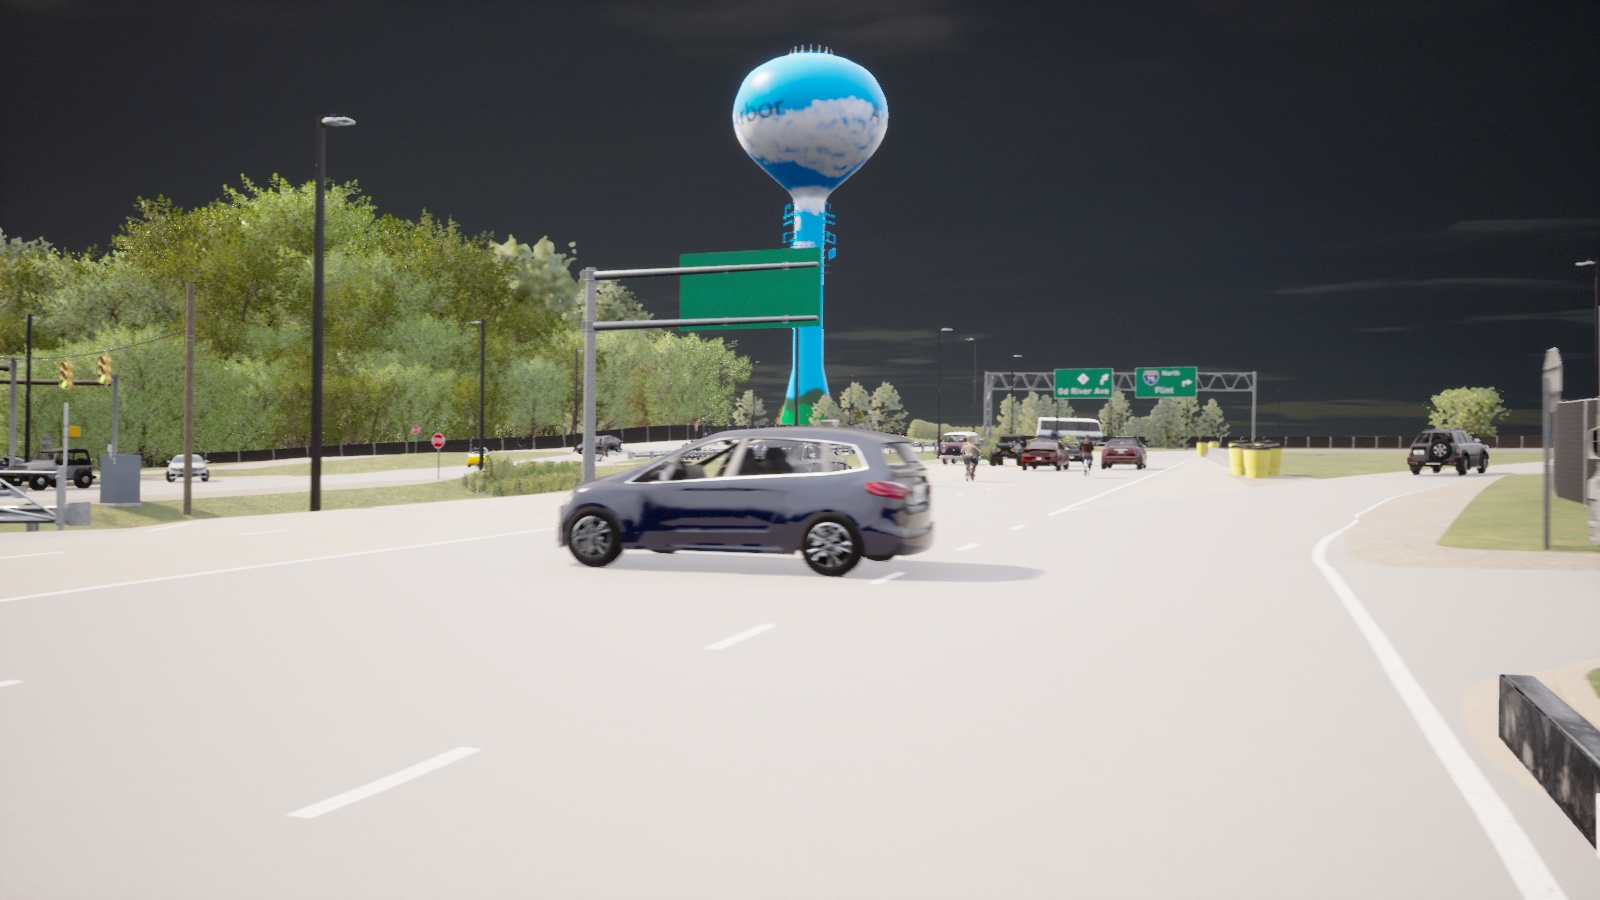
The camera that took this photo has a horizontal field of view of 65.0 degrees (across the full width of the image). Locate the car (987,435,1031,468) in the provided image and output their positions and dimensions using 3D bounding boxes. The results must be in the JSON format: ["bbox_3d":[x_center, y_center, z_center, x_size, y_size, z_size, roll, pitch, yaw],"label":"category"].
[{"bbox_3d":[12.377,0.082,74.163,1.905,1.878,3.866,1,1,19],"label":"car"}]

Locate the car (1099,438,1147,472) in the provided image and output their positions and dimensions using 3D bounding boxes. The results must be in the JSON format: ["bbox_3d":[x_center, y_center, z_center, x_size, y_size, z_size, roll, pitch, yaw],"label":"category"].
[{"bbox_3d":[17.304,0.248,67.066,2.097,1.767,4.553,1,0,19],"label":"car"}]

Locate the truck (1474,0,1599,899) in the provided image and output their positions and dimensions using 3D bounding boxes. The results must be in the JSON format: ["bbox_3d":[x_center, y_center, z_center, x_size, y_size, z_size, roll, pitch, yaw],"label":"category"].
[{"bbox_3d":[5.452,-0.152,1.352,7.936,3.462,2.891,1,1,19],"label":"truck"}]

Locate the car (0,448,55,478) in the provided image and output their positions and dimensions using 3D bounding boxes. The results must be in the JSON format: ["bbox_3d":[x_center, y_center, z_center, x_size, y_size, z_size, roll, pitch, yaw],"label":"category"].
[{"bbox_3d":[-44.242,0.763,70.246,3.988,1.617,1.851,-1,-1,-6],"label":"car"}]

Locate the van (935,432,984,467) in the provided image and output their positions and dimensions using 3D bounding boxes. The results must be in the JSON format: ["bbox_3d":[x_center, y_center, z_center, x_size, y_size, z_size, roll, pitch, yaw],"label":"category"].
[{"bbox_3d":[9.911,-0.044,77.701,2.069,2.038,4.480,1,1,19],"label":"van"}]

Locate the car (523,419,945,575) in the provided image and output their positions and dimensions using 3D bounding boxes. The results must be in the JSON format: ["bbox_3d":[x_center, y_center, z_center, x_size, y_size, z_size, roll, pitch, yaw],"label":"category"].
[{"bbox_3d":[-0.757,0.480,15.293,4.611,1.667,2.242,1,1,19],"label":"car"}]

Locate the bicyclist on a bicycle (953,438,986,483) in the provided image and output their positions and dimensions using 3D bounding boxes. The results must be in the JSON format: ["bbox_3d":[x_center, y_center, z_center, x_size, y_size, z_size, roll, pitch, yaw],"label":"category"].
[{"bbox_3d":[6.235,0.390,46.110,0.866,1.612,1.509,1,0,20],"label":"bicyclist on a bicycle"}]

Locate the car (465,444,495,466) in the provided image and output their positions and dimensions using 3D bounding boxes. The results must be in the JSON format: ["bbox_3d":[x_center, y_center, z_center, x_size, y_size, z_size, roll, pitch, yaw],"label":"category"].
[{"bbox_3d":[-21.788,0.329,85.453,1.481,1.376,2.207,-1,2,-1],"label":"car"}]

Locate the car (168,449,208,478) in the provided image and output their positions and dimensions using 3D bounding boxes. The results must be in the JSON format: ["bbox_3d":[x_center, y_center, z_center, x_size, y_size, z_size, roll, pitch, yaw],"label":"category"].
[{"bbox_3d":[-32.643,0.703,66.917,1.812,1.442,4.674,-1,0,-27],"label":"car"}]

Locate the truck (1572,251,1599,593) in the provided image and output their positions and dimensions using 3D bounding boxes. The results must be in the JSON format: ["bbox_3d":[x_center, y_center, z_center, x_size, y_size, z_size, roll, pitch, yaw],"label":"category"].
[{"bbox_3d":[11.699,-0.256,11.010,7.936,3.462,2.891,1,0,19],"label":"truck"}]

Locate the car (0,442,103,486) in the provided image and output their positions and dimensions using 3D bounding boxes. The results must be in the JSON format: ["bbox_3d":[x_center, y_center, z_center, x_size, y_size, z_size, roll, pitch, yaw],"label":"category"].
[{"bbox_3d":[-34.187,0.588,57.303,1.905,1.878,3.866,1,1,19],"label":"car"}]

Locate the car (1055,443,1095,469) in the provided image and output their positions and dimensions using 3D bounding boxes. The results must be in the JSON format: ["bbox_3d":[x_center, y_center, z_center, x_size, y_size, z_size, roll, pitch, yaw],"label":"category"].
[{"bbox_3d":[16.534,0.329,75.450,1.816,1.474,4.193,1,1,19],"label":"car"}]

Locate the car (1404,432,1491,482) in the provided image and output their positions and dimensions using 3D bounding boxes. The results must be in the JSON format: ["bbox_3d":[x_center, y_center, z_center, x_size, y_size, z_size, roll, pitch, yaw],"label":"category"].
[{"bbox_3d":[25.363,0.220,49.120,1.932,1.855,4.605,0,1,41],"label":"car"}]

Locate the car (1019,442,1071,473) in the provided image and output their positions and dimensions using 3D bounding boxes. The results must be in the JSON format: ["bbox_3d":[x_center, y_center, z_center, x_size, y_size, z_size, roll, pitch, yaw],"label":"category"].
[{"bbox_3d":[12.516,0.349,63.997,1.882,1.535,5.008,1,0,19],"label":"car"}]
